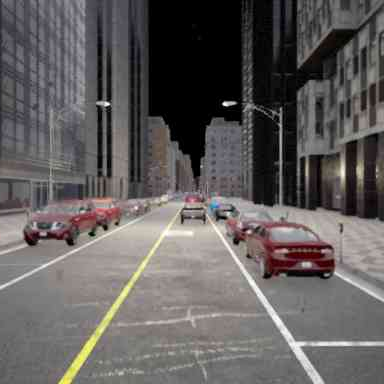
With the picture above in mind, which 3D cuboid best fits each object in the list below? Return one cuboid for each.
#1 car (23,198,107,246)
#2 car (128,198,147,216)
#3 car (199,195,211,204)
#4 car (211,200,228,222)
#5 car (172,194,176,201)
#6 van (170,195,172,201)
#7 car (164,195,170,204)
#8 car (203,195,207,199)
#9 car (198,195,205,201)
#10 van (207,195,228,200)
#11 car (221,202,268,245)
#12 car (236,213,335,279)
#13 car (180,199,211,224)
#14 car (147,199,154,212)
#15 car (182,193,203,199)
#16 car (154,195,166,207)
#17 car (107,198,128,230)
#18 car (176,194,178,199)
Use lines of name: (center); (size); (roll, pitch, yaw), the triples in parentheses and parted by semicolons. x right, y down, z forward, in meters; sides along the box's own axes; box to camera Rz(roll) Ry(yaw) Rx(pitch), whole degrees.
car: (-5.867, 1.337, 15.619); (2.192, 1.841, 5.009); (0, 0, 0)
car: (-5.877, 1.493, 32.538); (1.967, 1.590, 4.097); (0, 0, 0)
car: (2.629, 1.485, 66.360); (2.192, 1.841, 5.009); (0, 0, 0)
car: (2.652, 1.606, 26.888); (1.947, 1.339, 4.313); (0, 0, 0)
car: (-5.909, 1.809, 88.936); (1.802, 1.307, 4.206); (0, 0, 0)
van: (-5.900, 1.529, 72.017); (1.690, 1.788, 3.998); (0, 0, 0)
car: (-5.898, 1.694, 66.205); (1.752, 1.417, 4.829); (0, 0, 0)
car: (2.639, 1.634, 49.651); (1.752, 1.417, 4.829); (0, 0, 1)
car: (2.614, 1.677, 94.557); (1.967, 1.590, 4.097); (0, 0, 0)
van: (2.648, 1.394, 32.527); (1.690, 1.788, 3.998); (0, 0, 0)
car: (2.659, 1.462, 15.610); (1.967, 1.590, 4.097); (0, 0, 0)
car: (2.662, 1.559, 9.971); (1.887, 1.381, 4.507); (0, 0, 0)
car: (0.087, 1.528, 25.364); (2.128, 1.511, 4.902); (0, 0, 0)
car: (-5.880, 1.508, 38.176); (1.967, 1.590, 4.097); (0, 0, 0)
car: (0.078, 1.314, 46.191); (2.150, 2.045, 5.566); (0, 0, 0)
car: (-5.897, 1.653, 54.892); (1.752, 1.417, 4.829); (0, 0, 1)
car: (-5.870, 1.345, 21.258); (2.192, 1.841, 5.009); (0, 0, 0)
car: (-5.912, 1.677, 94.577); (1.967, 1.590, 4.097); (0, 0, 0)
